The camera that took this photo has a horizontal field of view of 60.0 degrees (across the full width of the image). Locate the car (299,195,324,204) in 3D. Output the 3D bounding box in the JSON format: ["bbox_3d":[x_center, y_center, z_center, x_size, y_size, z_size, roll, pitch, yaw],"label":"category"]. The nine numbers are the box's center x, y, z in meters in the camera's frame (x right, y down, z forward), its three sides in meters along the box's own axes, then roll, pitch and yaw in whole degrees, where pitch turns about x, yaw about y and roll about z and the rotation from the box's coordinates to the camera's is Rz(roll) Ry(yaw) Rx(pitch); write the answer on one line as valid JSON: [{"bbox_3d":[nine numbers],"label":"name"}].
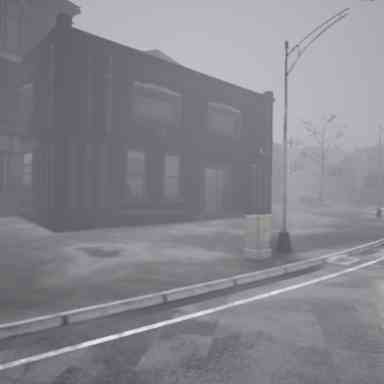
[{"bbox_3d":[19.216,1.204,53.580,2.128,1.511,4.902,1,0,-18],"label":"car"}]
